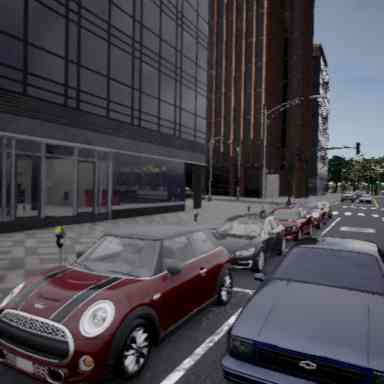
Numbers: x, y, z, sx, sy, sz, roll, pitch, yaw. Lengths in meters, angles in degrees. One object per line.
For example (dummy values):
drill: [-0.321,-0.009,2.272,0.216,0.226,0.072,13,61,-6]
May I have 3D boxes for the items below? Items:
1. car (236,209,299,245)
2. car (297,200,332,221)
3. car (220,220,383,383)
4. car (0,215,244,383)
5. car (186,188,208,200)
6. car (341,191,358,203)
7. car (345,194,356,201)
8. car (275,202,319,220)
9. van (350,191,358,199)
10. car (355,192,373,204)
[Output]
car: [1.717,1.391,10.142,2.008,1.369,4.403,2,1,28]
car: [6.851,1.214,19.771,1.967,1.590,4.097,2,1,28]
car: [2.285,1.488,5.335,2.033,1.411,5.357,2,1,28]
car: [-0.848,1.314,5.324,1.967,1.590,4.097,2,1,28]
car: [-0.333,0.283,42.752,4.892,1.490,1.837,3,2,28]
car: [27.012,0.840,57.598,2.192,1.841,5.009,2,1,28]
car: [32.120,1.046,67.199,1.802,1.307,4.206,2,1,28]
car: [4.283,1.351,14.957,1.887,1.381,4.507,2,1,28]
van: [39.797,0.716,81.592,1.690,1.788,3.998,2,1,28]
car: [27.674,1.168,53.087,2.033,1.411,5.357,2,1,29]
